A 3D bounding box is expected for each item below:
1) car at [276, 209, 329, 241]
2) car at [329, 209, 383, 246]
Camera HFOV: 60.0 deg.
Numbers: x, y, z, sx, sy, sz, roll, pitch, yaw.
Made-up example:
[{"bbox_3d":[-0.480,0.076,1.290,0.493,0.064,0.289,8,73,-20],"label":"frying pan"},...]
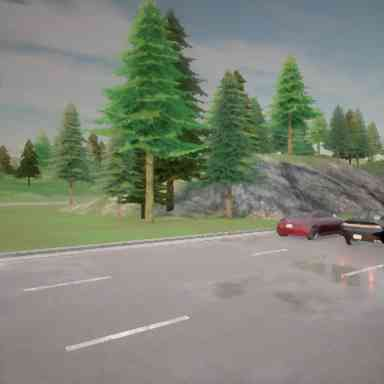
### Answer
[{"bbox_3d":[6.236,1.572,16.916,4.181,1.385,1.994,0,0,-35],"label":"car"},{"bbox_3d":[8.269,1.495,14.066,4.902,1.511,2.128,0,0,-35],"label":"car"}]
